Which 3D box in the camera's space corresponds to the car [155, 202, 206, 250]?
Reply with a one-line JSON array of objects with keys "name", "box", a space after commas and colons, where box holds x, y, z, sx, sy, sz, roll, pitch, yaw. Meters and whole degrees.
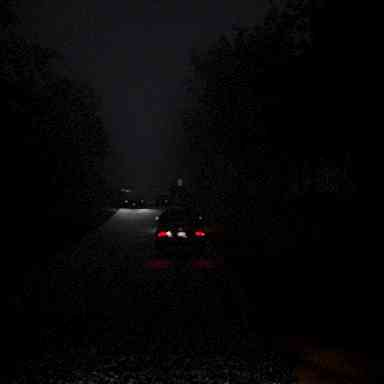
[{"name": "car", "box": [-0.522, 1.386, 13.524, 2.033, 1.411, 5.357, 0, 1, -4]}]

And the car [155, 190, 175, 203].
[{"name": "car", "box": [-2.843, 0.562, 34.467, 1.812, 1.442, 4.674, 1, 3, -8]}]

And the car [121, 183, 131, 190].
[{"name": "car", "box": [-14.170, -1.161, 71.372, 2.033, 1.411, 5.357, 1, 2, -17]}]

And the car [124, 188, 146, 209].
[{"name": "car", "box": [-5.313, 0.677, 31.011, 1.812, 1.442, 4.674, 1, 3, -8]}]
